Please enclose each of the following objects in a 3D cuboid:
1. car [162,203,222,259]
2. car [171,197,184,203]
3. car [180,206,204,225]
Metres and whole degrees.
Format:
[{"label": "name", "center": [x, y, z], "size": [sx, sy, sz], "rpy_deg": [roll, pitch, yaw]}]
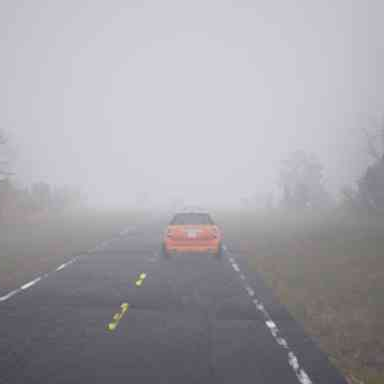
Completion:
[{"label": "car", "center": [0.018, 1.504, 13.474], "size": [2.097, 1.767, 4.553], "rpy_deg": [0, -1, 0]}, {"label": "car", "center": [-2.778, 1.958, 63.355], "size": [2.150, 2.045, 5.566], "rpy_deg": [0, -1, 1]}, {"label": "car", "center": [0.015, 1.924, 28.300], "size": [1.895, 1.301, 4.718], "rpy_deg": [0, -1, 0]}]
